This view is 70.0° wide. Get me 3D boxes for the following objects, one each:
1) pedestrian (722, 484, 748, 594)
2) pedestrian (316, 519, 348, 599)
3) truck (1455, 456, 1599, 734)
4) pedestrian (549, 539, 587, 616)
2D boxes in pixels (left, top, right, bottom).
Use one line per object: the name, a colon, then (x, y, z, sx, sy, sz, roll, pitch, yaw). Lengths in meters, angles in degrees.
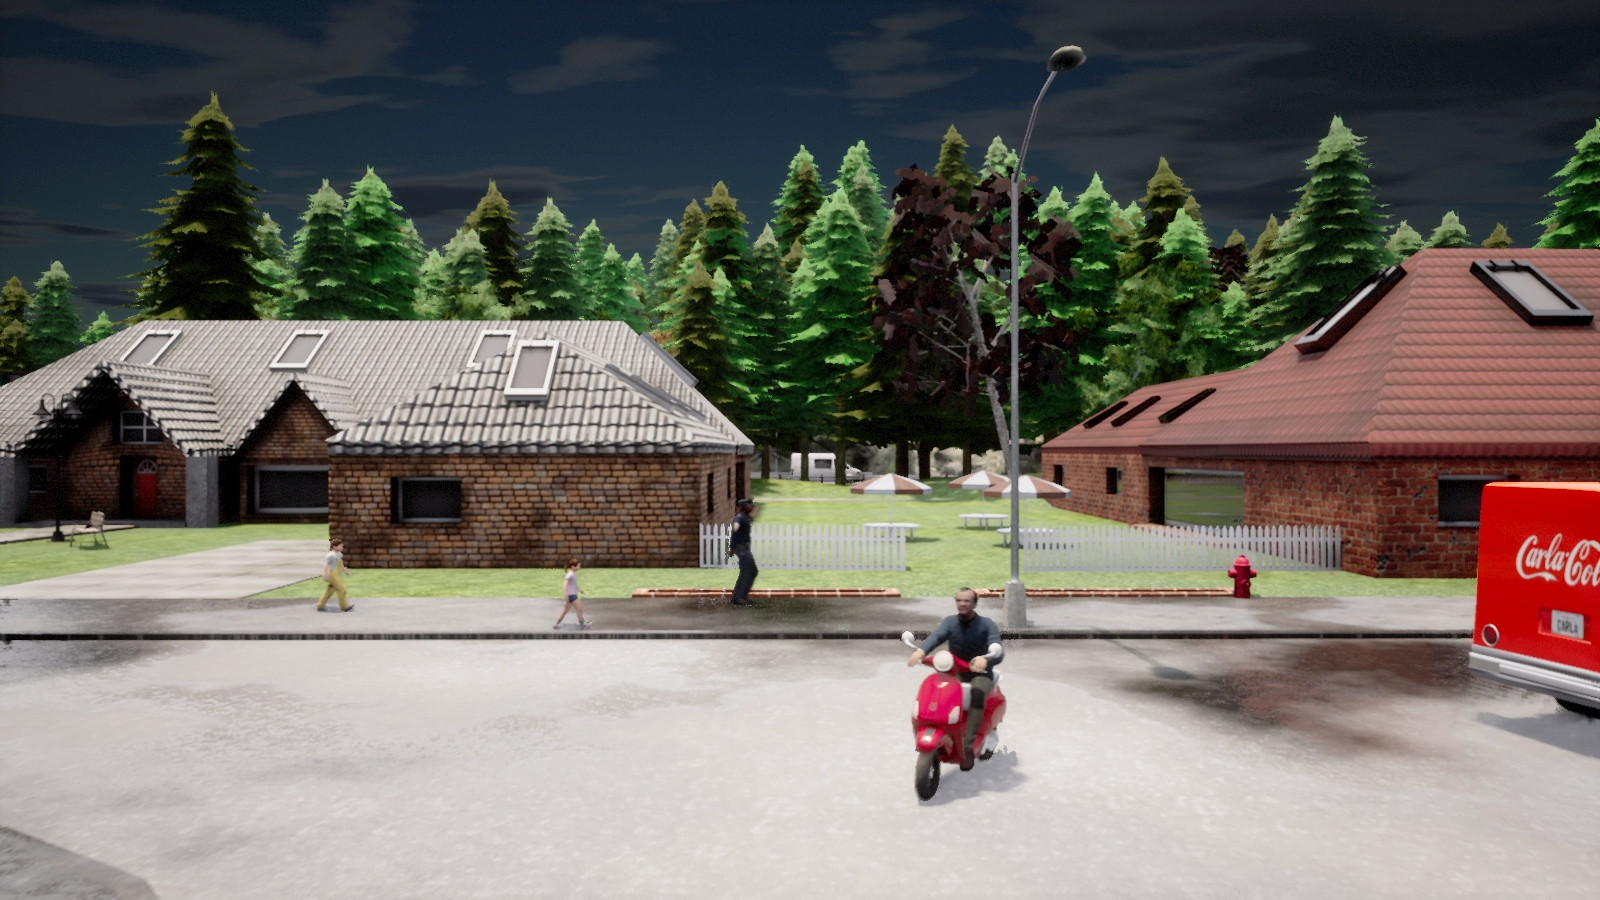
pedestrian: (-1.118, 1.524, 19.685, 0.375, 1.860, 0.375, 0, 0, 6)
pedestrian: (-7.810, 1.804, 19.062, 0.375, 1.300, 0.375, 0, 0, 0)
truck: (9.662, 1.338, 11.098, 5.204, 2.467, 2.627, 1, 0, -9)
pedestrian: (-3.475, 1.905, 17.155, 0.500, 1.100, 0.500, 0, 0, -5)
